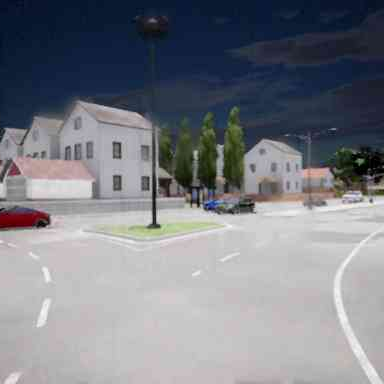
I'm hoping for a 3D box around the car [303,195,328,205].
[{"bbox_3d":[20.193,1.198,54.134,2.128,1.511,4.902,0,0,43],"label":"car"}]

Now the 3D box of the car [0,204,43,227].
[{"bbox_3d":[-12.915,1.641,23.661,4.181,1.385,1.994,-1,0,-23],"label":"car"}]

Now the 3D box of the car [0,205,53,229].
[{"bbox_3d":[-10.964,1.628,20.729,4.181,1.385,1.994,-1,0,-25],"label":"car"}]

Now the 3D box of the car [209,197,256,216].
[{"bbox_3d":[4.163,1.252,31.671,2.097,1.767,4.553,0,0,44],"label":"car"}]

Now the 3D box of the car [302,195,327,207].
[{"bbox_3d":[16.681,1.319,45.200,1.994,1.385,4.181,0,0,43],"label":"car"}]

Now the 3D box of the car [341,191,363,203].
[{"bbox_3d":[27.335,0.878,56.773,2.150,2.045,5.566,0,0,43],"label":"car"}]

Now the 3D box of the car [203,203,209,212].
[{"bbox_3d":[3.257,1.378,35.788,1.882,1.535,5.008,0,0,43],"label":"car"}]
